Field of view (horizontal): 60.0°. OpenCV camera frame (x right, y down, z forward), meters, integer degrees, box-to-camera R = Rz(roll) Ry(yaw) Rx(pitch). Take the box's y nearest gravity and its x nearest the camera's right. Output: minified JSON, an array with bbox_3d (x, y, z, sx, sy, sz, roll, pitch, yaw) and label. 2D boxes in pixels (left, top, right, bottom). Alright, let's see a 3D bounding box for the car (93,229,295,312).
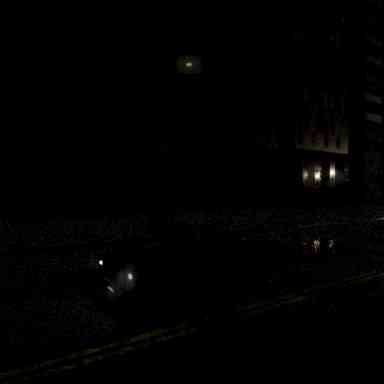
[{"bbox_3d":[0.215,1.608,7.831,4.718,1.301,1.895,0,0,-36],"label":"car"}]
